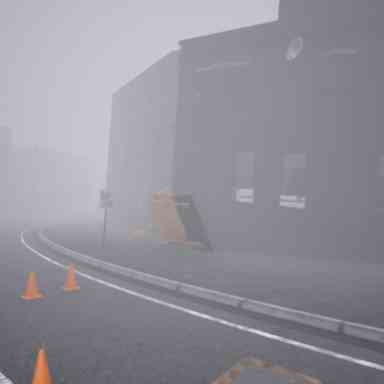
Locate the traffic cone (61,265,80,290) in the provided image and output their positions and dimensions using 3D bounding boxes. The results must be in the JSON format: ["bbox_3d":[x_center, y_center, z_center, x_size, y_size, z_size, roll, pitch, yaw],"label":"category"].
[{"bbox_3d":[-3.064,2.135,8.408,0.340,0.580,0.340,0,-2,36],"label":"traffic cone"}]

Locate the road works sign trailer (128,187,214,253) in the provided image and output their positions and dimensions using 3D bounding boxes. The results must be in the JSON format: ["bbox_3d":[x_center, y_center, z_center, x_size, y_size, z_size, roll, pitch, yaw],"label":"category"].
[{"bbox_3d":[-0.792,1.312,13.298,2.880,2.380,3.560,-29,15,-32],"label":"road works sign trailer"}]

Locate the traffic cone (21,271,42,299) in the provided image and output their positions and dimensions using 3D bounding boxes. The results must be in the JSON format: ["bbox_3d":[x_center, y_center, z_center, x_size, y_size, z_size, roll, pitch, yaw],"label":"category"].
[{"bbox_3d":[-3.659,2.098,7.610,0.340,0.580,0.340,0,-2,37],"label":"traffic cone"}]
